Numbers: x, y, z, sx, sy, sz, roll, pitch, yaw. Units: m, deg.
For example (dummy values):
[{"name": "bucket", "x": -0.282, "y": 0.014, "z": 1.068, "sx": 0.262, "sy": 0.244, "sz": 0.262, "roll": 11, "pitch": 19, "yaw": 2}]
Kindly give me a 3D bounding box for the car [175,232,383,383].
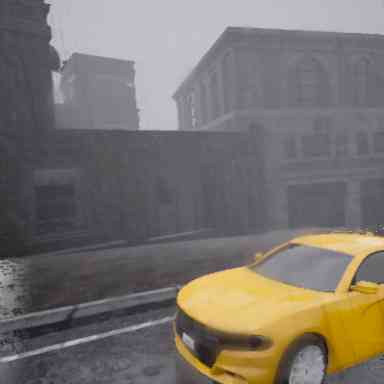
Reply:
[{"name": "car", "x": 2.152, "y": 1.417, "z": 4.998, "sx": 5.008, "sy": 1.535, "sz": 1.882, "roll": 0, "pitch": 1, "yaw": -29}]
